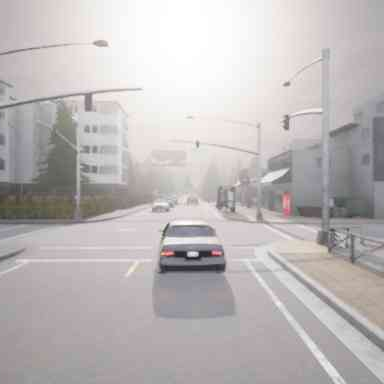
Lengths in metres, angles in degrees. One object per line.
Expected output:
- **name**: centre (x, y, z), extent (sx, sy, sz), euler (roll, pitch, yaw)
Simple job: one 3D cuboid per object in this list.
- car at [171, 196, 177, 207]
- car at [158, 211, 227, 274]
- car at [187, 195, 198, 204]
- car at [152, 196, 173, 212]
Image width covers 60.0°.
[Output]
- **car**: centre (-3.588, 1.510, 48.929), extent (1.837, 1.490, 4.892), euler (0, 0, 0)
- **car**: centre (-0.121, 1.548, 10.541), extent (2.033, 1.411, 5.357), euler (0, 0, -3)
- **car**: centre (0.096, 1.359, 61.756), extent (2.097, 1.767, 4.553), euler (0, 0, 0)
- **car**: centre (-3.600, 1.529, 38.926), extent (1.812, 1.442, 4.674), euler (0, 0, 0)
